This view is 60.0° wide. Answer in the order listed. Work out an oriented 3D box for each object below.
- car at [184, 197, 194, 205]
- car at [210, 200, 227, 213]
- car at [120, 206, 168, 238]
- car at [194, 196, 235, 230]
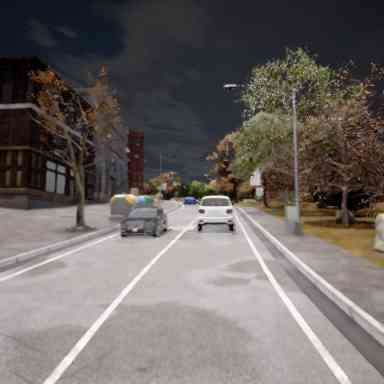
[{"bbox_3d":[-0.357,1.603,60.741,1.882,1.535,5.008,1,0,-8],"label":"car"},{"bbox_3d":[3.232,1.698,39.614,1.895,1.301,4.718,0,0,5],"label":"car"},{"bbox_3d":[-2.467,1.562,18.102,1.837,1.490,4.892,0,0,5],"label":"car"},{"bbox_3d":[1.559,1.268,21.434,2.150,2.045,5.566,0,0,5],"label":"car"}]
